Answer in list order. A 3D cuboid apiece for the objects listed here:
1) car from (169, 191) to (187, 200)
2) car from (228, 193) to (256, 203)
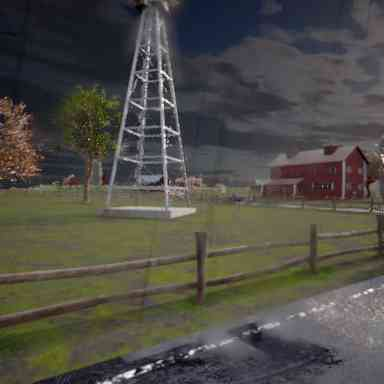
[{"bbox_3d":[-2.514,0.563,65.101,2.097,1.767,4.553,1,0,-35],"label":"car"},{"bbox_3d":[7.634,0.920,50.635,2.128,1.511,4.902,1,0,-35],"label":"car"}]
